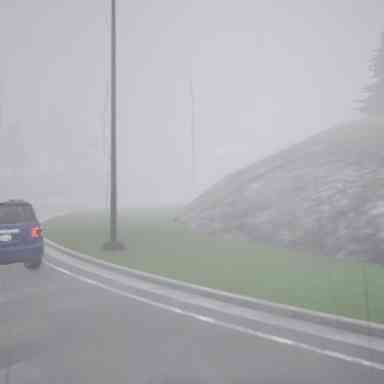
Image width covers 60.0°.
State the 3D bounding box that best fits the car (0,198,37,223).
[{"bbox_3d":[-14.122,1.392,26.753,2.097,1.767,4.553,0,0,-13],"label":"car"}]

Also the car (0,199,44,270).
[{"bbox_3d":[-6.338,1.237,10.292,2.150,2.045,5.566,0,0,-40],"label":"car"}]
